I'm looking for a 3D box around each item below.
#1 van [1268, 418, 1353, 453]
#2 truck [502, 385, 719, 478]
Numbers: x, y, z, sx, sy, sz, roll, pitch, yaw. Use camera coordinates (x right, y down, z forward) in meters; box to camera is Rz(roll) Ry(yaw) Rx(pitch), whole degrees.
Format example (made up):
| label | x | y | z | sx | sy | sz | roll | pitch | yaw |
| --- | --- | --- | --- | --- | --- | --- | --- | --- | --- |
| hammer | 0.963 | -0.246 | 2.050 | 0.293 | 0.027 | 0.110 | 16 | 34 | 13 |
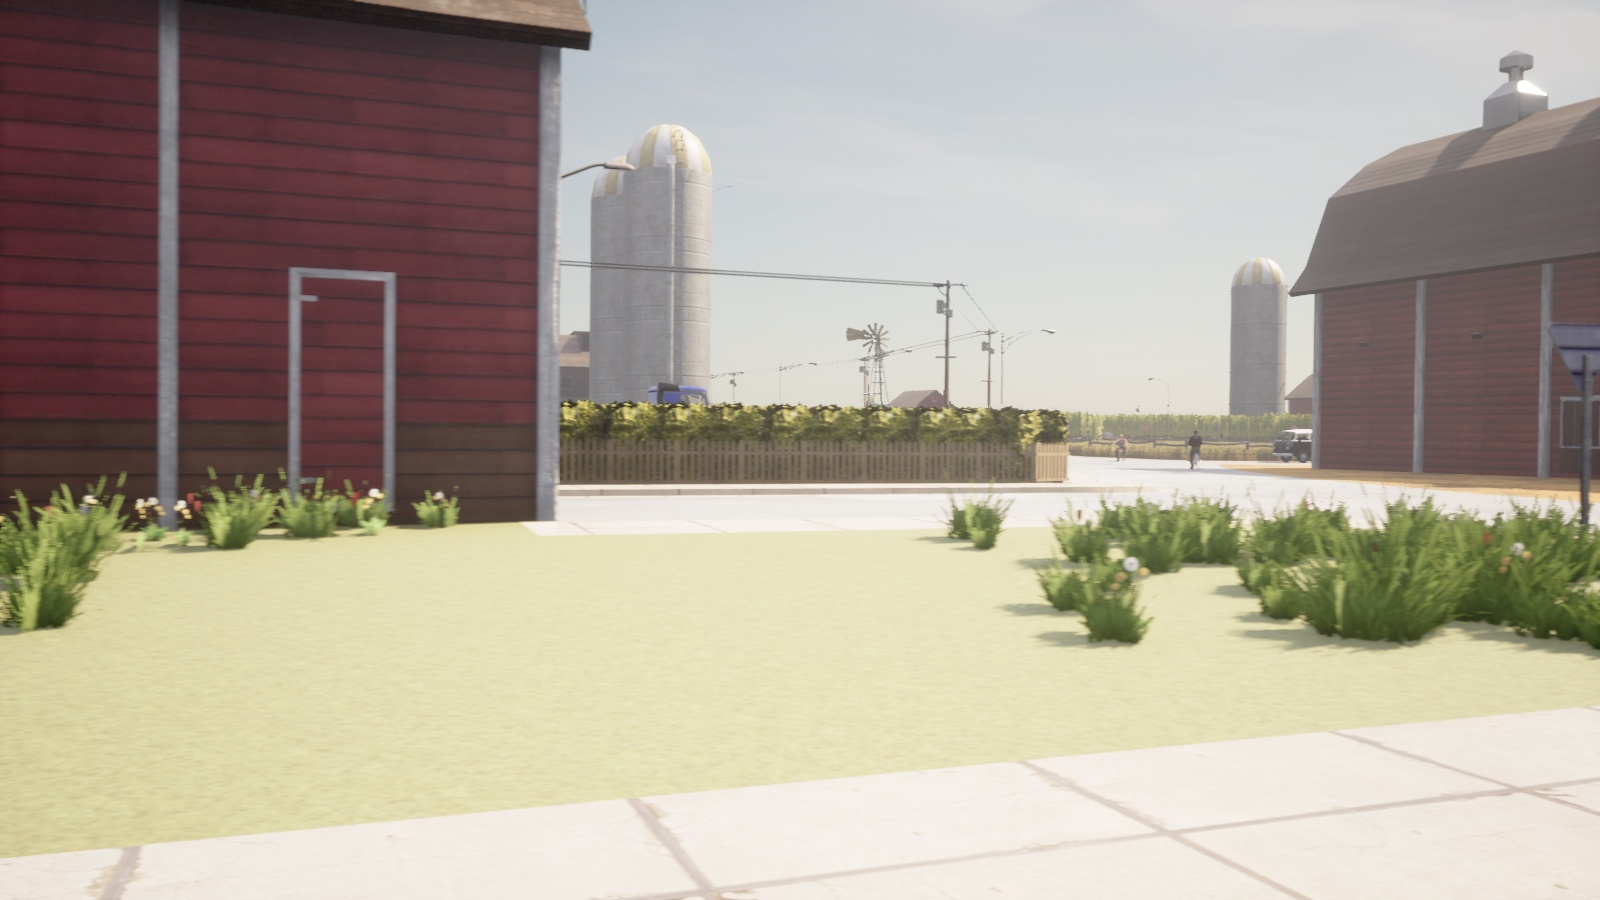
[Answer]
| label | x | y | z | sx | sy | sz | roll | pitch | yaw |
| --- | --- | --- | --- | --- | --- | --- | --- | --- | --- |
| van | 30.979 | -0.913 | 76.174 | 4.480 | 2.038 | 2.069 | -1 | 1 | -18 |
| truck | -7.418 | -0.765 | 49.253 | 7.936 | 3.462 | 2.891 | -1 | 1 | -21 |
